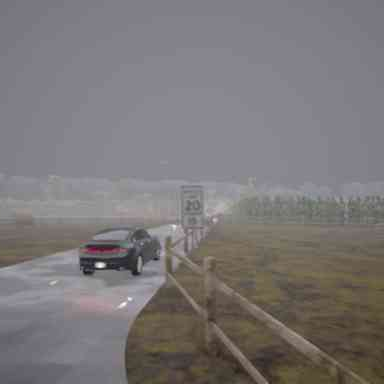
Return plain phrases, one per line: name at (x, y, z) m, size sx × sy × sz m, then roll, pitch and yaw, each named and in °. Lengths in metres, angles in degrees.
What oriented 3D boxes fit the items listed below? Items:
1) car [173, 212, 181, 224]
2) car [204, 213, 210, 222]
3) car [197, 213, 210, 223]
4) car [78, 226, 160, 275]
car at (-1.455, 3.655, 47.459) m, size 2.097 × 1.767 × 4.553 m, roll -1°, pitch -3°, yaw 6°
car at (0.908, 3.592, 43.109) m, size 1.994 × 1.385 × 4.181 m, roll -1°, pitch -3°, yaw 6°
car at (1.895, 4.108, 52.927) m, size 1.812 × 1.442 × 4.674 m, roll -1°, pitch -3°, yaw 6°
car at (-2.439, 2.004, 12.155) m, size 1.837 × 1.490 × 4.892 m, roll -1°, pitch -3°, yaw 6°
